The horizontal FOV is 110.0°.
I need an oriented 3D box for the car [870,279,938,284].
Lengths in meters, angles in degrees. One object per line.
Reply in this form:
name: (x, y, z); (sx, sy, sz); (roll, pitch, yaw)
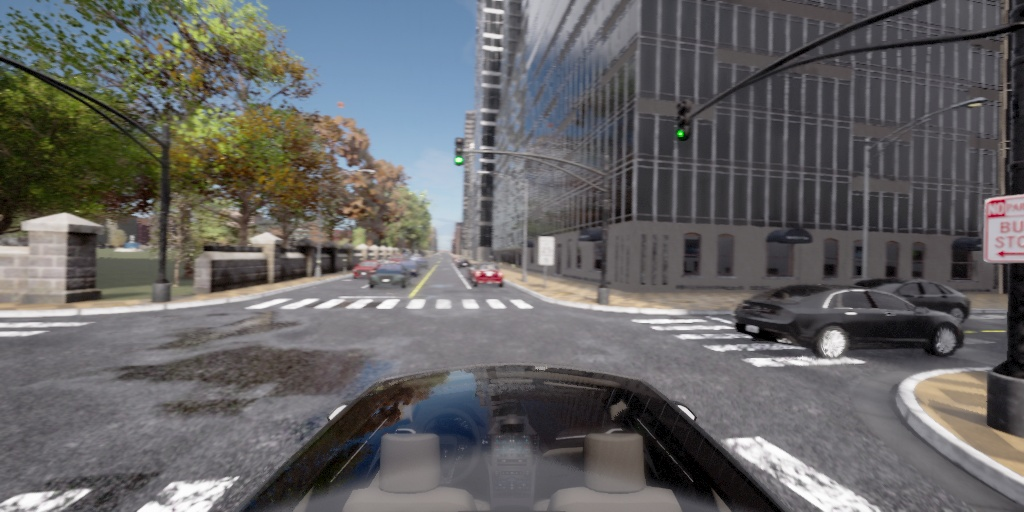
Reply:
car: (12.997, 1.547, 12.361); (4.892, 1.490, 1.837); (1, 0, -9)

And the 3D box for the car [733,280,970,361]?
car: (7.721, 1.424, 8.353); (4.892, 1.490, 1.837); (1, 0, -9)

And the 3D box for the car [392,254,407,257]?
car: (-14.142, 0.700, 44.644); (2.192, 1.841, 5.009); (0, 0, -11)

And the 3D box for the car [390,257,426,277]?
car: (-9.050, 1.065, 31.505); (2.033, 1.411, 5.357); (1, 0, -10)

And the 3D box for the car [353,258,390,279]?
car: (-11.035, 1.011, 27.881); (1.888, 1.381, 4.507); (0, 0, -11)

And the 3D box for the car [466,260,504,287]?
car: (-1.762, 1.146, 23.826); (1.967, 1.591, 4.097); (0, 0, -11)

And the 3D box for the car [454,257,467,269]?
car: (-6.940, 1.136, 51.755); (1.948, 1.339, 4.313); (0, 0, -11)

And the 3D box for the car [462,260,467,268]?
car: (-2.798, 1.246, 29.411); (1.948, 1.339, 4.313); (0, 0, -11)

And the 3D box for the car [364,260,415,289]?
car: (-7.189, 1.129, 21.440); (1.994, 1.385, 4.181); (1, 0, -10)

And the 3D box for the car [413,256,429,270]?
car: (-11.613, 1.014, 45.421); (1.994, 1.385, 4.181); (1, 0, -10)

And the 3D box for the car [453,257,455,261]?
car: (-7.975, 0.979, 57.342); (1.967, 1.591, 4.097); (0, 0, -11)
